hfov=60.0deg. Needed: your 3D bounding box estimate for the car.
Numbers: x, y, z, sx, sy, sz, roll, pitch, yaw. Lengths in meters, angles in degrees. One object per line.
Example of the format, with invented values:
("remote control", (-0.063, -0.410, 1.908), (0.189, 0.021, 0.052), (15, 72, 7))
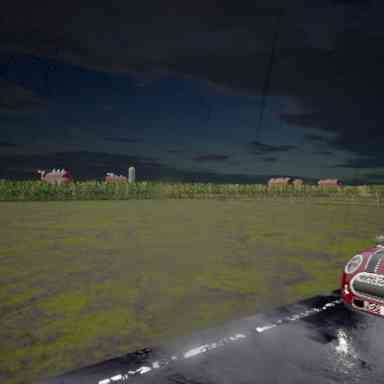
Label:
("car", (5.013, 1.352, 6.673), (4.553, 1.767, 2.097), (0, 0, -36))
